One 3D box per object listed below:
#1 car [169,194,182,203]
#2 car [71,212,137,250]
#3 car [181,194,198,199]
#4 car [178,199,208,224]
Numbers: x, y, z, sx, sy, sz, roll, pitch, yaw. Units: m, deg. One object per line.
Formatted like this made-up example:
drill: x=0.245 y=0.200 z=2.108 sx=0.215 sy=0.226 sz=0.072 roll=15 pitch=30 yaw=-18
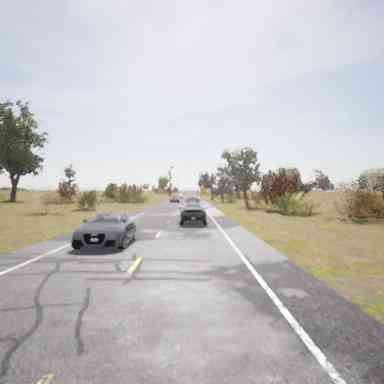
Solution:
car: x=-3.528 y=1.477 z=67.997 sx=1.882 sy=1.535 sz=5.008 roll=0 pitch=0 yaw=0
car: x=-3.606 y=1.566 z=14.253 sx=1.994 sy=1.385 sz=4.181 roll=0 pitch=0 yaw=0
car: x=0.084 y=1.354 z=42.208 sx=2.097 sy=1.767 sz=4.553 roll=0 pitch=0 yaw=0
car: x=0.091 y=1.508 z=24.584 sx=1.837 sy=1.490 sz=4.892 roll=0 pitch=0 yaw=0
